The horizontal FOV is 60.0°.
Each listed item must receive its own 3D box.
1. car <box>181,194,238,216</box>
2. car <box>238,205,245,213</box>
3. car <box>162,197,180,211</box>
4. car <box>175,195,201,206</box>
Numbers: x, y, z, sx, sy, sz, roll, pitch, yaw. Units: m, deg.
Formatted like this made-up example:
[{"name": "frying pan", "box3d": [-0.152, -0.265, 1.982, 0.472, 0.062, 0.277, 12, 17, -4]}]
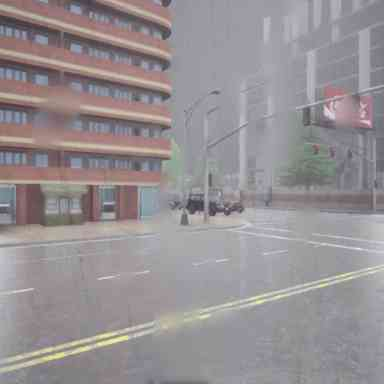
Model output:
[{"name": "car", "box3d": [1.629, 1.222, 32.816, 2.150, 2.045, 5.566, 0, 0, -35]}, {"name": "car", "box3d": [3.553, 1.601, 36.174, 1.895, 1.301, 4.718, 0, 0, -35]}, {"name": "car", "box3d": [-3.900, 1.352, 40.724, 2.097, 1.767, 4.553, 0, 0, -35]}, {"name": "car", "box3d": [-0.774, 1.352, 54.921, 2.097, 1.767, 4.553, 0, 0, -35]}]
